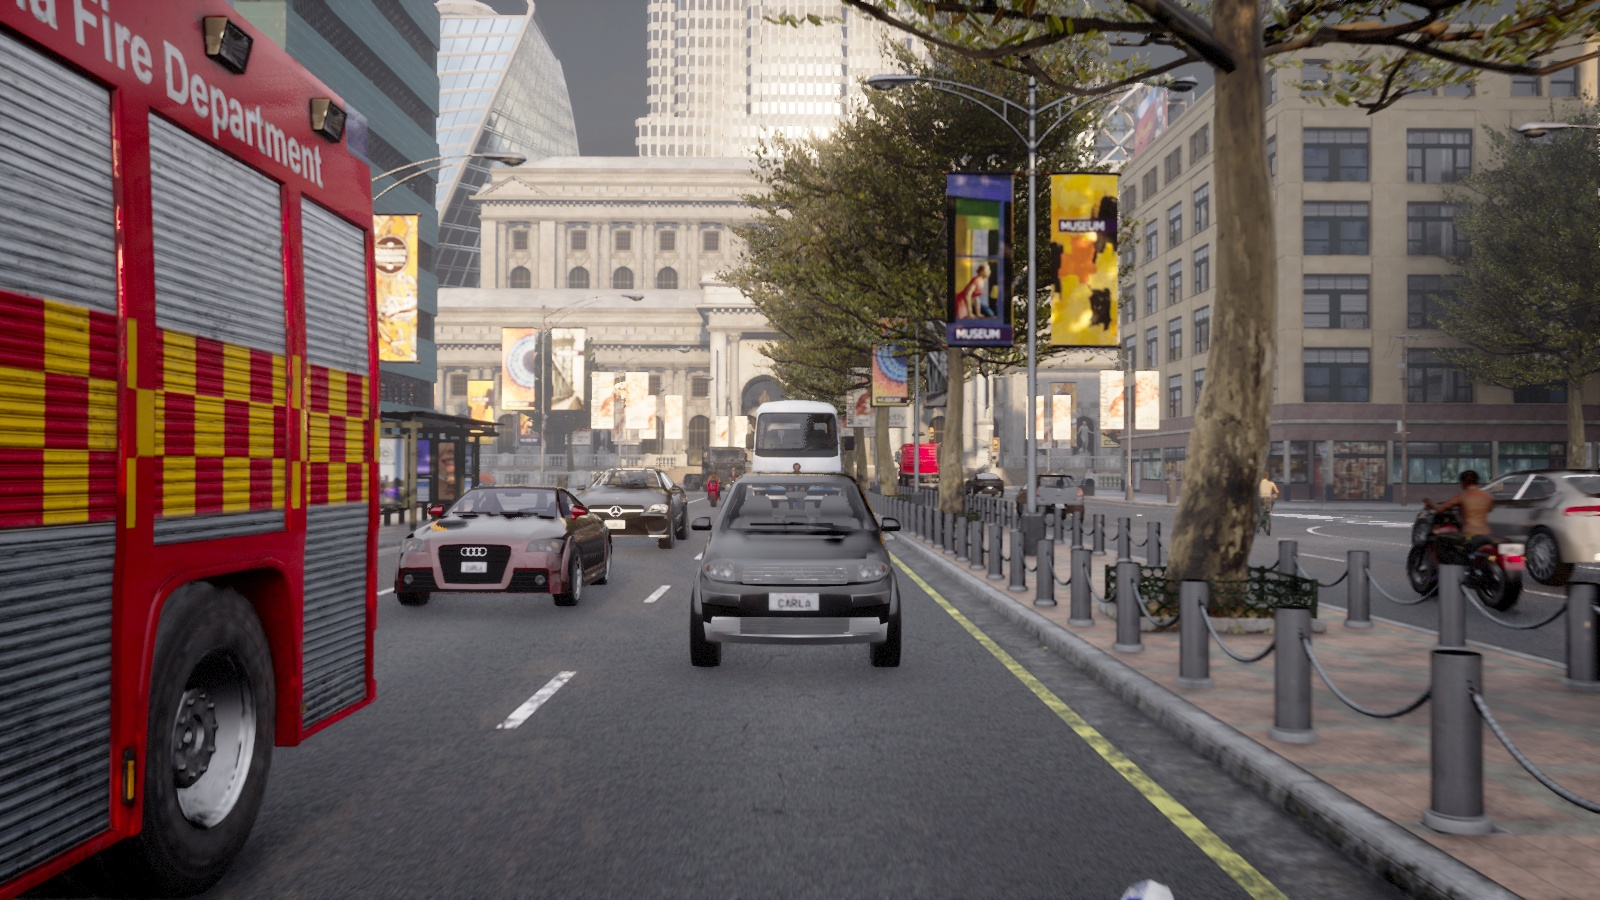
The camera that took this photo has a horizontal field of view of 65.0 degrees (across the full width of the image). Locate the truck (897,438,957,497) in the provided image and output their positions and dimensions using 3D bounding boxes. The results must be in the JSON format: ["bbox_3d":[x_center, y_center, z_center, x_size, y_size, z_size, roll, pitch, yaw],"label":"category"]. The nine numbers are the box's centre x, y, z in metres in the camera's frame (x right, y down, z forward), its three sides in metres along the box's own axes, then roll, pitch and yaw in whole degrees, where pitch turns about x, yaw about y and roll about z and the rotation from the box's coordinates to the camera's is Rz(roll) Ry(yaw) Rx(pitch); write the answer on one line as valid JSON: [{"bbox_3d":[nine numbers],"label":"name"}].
[{"bbox_3d":[7.784,1.102,77.808,2.891,3.462,7.936,0,-1,0],"label":"truck"}]

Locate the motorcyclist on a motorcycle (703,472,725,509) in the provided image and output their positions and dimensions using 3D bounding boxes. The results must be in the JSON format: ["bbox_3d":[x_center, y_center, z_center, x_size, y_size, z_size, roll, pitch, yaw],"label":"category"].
[{"bbox_3d":[-3.628,1.700,53.072,0.797,1.523,2.044,0,-1,0],"label":"motorcyclist on a motorcycle"}]

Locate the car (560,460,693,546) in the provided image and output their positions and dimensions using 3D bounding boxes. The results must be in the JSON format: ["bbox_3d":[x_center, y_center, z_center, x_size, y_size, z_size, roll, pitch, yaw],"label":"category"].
[{"bbox_3d":[-3.565,1.055,26.738,2.152,1.651,5.027,0,-1,0],"label":"car"}]

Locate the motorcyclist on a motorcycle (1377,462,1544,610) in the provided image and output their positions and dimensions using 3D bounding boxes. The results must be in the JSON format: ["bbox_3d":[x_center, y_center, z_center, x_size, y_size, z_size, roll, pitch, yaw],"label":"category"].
[{"bbox_3d":[7.963,0.989,15.291,0.766,1.649,2.350,0,-1,0],"label":"motorcyclist on a motorcycle"}]

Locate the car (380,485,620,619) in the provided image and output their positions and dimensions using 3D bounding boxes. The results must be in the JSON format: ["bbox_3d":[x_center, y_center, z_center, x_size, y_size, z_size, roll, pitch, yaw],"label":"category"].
[{"bbox_3d":[-3.537,1.154,15.636,1.994,1.385,4.181,0,-1,0],"label":"car"}]

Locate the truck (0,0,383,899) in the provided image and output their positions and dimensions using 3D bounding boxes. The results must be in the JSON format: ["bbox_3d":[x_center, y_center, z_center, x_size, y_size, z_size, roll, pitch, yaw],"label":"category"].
[{"bbox_3d":[-3.509,-0.302,2.002,2.891,3.827,8.468,0,-1,0],"label":"truck"}]

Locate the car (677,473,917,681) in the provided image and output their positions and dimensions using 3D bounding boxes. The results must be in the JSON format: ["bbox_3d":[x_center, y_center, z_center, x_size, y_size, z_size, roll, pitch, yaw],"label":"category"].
[{"bbox_3d":[-0.027,0.982,11.269,1.789,1.549,3.705,0,-1,0],"label":"car"}]

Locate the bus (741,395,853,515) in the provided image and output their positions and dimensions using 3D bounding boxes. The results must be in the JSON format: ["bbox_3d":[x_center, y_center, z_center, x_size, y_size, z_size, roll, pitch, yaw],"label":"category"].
[{"bbox_3d":[-0.126,0.272,49.752,3.944,4.253,10.273,0,-1,0],"label":"bus"}]

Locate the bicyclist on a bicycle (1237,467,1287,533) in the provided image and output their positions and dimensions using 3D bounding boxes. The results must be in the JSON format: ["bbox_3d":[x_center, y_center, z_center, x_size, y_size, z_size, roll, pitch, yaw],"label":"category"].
[{"bbox_3d":[11.629,1.235,31.666,0.866,1.612,1.509,1,-1,8],"label":"bicyclist on a bicycle"}]

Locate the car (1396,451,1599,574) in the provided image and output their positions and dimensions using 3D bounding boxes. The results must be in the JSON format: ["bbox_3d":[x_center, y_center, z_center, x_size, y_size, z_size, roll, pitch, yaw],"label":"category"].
[{"bbox_3d":[11.453,0.871,19.337,2.152,1.651,5.027,0,-1,0],"label":"car"}]

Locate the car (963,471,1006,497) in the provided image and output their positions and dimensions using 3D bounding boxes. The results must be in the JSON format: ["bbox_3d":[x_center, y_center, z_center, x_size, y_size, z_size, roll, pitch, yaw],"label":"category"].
[{"bbox_3d":[11.266,2.035,76.941,1.882,1.535,5.008,0,-1,0],"label":"car"}]

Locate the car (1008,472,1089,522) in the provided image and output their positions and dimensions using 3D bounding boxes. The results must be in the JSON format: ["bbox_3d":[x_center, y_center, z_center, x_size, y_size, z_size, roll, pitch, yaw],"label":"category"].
[{"bbox_3d":[7.903,1.470,40.226,1.845,1.501,3.633,0,-1,0],"label":"car"}]

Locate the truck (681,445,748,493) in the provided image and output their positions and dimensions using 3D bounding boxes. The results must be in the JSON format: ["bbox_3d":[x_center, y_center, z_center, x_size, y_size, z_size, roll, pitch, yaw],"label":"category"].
[{"bbox_3d":[-6.503,1.440,94.432,2.891,3.462,7.936,0,-1,-20],"label":"truck"}]
